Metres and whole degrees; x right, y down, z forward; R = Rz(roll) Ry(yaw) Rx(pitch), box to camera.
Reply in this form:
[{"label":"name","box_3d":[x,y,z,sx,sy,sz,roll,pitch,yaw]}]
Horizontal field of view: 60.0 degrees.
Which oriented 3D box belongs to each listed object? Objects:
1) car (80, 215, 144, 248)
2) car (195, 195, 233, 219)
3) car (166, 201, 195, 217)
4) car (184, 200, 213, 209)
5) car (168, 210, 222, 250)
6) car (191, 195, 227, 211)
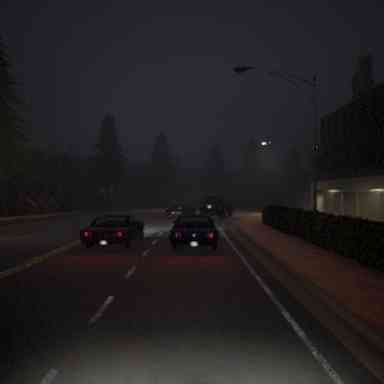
[{"label":"car","box_3d":[-3.389,1.674,15.079,1.895,1.301,4.718,0,0,1]},{"label":"car","box_3d":[2.329,1.371,30.832,2.150,2.045,5.566,0,0,18]},{"label":"car","box_3d":[-0.922,1.645,31.749,2.128,1.511,4.902,0,0,18]},{"label":"car","box_3d":[1.009,1.842,49.981,1.895,1.301,4.718,0,0,39]},{"label":"car","box_3d":[0.103,1.673,14.789,1.895,1.301,4.718,0,0,0]},{"label":"car","box_3d":[2.441,1.444,46.154,2.150,2.045,5.566,0,0,37]}]
